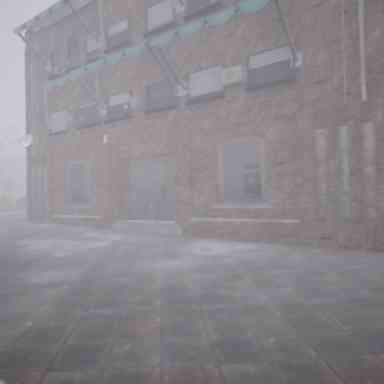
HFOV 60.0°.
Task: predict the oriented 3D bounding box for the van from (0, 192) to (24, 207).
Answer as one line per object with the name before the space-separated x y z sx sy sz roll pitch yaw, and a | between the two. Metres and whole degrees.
van | -26.528 1.034 47.685 4.442 1.987 1.878 -2 2 24

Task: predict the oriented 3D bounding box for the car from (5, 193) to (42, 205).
car | -25.515 1.108 50.300 4.892 1.521 2.231 -2 2 24

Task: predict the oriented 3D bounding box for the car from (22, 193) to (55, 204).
car | -24.397 0.986 52.854 4.674 1.452 2.002 -2 3 24

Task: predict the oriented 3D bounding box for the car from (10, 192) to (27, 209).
car | -17.502 0.894 37.914 5.566 2.045 2.435 -2 2 24
